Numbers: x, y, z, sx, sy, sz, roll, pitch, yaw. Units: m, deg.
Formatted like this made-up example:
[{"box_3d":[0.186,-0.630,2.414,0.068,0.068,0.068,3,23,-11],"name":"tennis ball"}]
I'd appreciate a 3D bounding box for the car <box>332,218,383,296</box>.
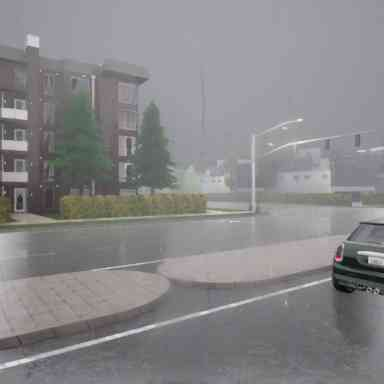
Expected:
[{"box_3d":[5.272,1.351,7.629,4.553,1.767,2.097,0,0,-35],"name":"car"}]
